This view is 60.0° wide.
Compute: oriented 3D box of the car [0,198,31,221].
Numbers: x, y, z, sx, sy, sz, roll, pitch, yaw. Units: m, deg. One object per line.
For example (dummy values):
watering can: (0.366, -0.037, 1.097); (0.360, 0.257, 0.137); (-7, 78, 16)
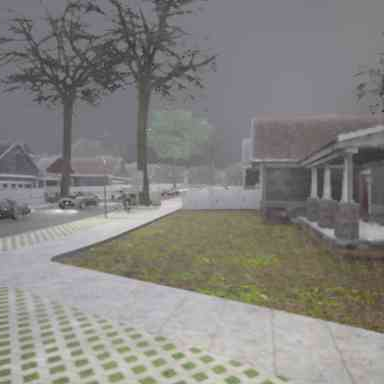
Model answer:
car: (-11.496, 1.037, 18.696); (2.033, 1.411, 5.357); (1, 3, 12)

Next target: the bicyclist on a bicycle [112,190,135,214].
bicyclist on a bicycle: (-4.705, 0.678, 22.761); (1.656, 1.620, 0.582); (1, 2, 10)

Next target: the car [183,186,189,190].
car: (-1.422, -0.323, 57.808); (1.895, 1.301, 4.718); (1, 2, 10)

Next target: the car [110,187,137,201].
car: (-7.794, 0.202, 38.538); (2.128, 1.511, 4.902); (1, 2, 10)

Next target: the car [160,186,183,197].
car: (-3.149, 0.009, 47.953); (1.895, 1.301, 4.718); (1, 2, 11)

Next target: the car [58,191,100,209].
car: (-9.618, 0.648, 28.541); (1.994, 1.385, 4.181); (1, 2, 11)
